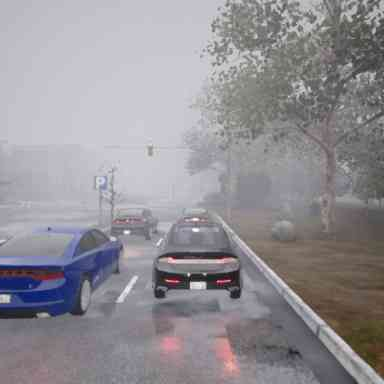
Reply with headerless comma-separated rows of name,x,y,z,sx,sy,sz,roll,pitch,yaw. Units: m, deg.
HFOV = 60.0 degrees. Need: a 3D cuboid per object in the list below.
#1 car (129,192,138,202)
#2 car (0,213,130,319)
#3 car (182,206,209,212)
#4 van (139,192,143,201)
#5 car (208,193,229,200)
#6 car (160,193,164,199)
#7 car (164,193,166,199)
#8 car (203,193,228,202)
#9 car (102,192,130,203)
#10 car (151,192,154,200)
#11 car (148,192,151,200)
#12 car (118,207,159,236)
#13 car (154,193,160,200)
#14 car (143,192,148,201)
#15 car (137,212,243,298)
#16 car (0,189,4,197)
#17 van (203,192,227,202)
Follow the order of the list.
car,-13.768,1.287,64.775,5.366,1.575,1.946,-1,0,-15
car,-2.888,1.484,7.560,1.882,1.535,5.008,0,0,0
car,0.181,1.523,17.906,1.837,1.490,4.892,0,0,0
van,-13.206,1.063,70.767,4.442,1.987,1.878,-1,0,-14
car,6.498,1.094,82.037,4.553,1.767,2.185,1,0,-12
car,-10.960,1.027,88.722,5.566,2.045,2.435,-1,0,-12
car,-10.536,1.277,91.701,5.008,1.535,2.097,-1,0,-12
car,4.699,1.112,67.338,4.553,1.767,2.185,1,0,-14
car,-14.414,1.332,61.783,4.792,1.488,2.163,-1,0,-15
car,-12.229,1.325,79.735,4.674,1.452,2.002,-1,0,-13
car,-12.603,1.326,76.733,4.674,1.452,2.002,-1,0,-13
car,-2.829,1.523,16.991,1.837,1.490,4.892,0,0,1
car,-11.411,1.321,85.716,4.674,1.452,2.002,-1,0,-12
car,-12.977,1.290,73.738,4.892,1.521,2.231,-1,0,-14
car,0.116,1.499,8.494,2.128,1.511,4.902,0,0,0
car,-31.139,0.114,52.659,2.002,1.452,4.674,6,-3,-19
van,4.314,1.015,64.369,4.442,1.987,1.878,1,0,-14
